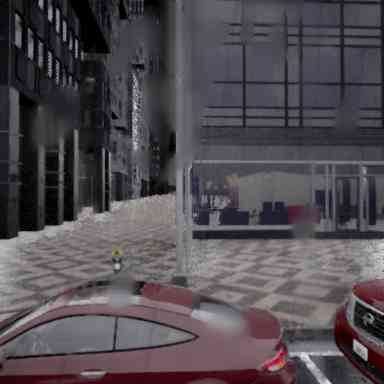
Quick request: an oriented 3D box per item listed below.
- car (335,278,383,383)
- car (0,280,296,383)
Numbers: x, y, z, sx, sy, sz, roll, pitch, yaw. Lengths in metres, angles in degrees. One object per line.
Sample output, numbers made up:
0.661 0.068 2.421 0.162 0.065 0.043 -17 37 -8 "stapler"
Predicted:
4.335 1.394 3.720 5.009 1.841 2.192 0 -1 -3 "car"
-1.086 1.641 3.464 4.206 1.307 1.802 0 -1 -3 "car"
